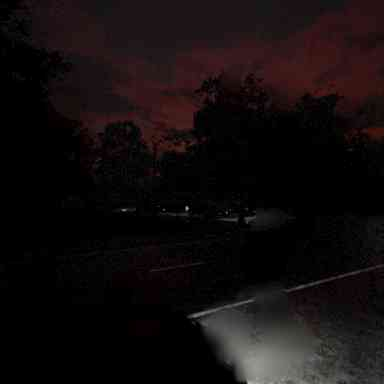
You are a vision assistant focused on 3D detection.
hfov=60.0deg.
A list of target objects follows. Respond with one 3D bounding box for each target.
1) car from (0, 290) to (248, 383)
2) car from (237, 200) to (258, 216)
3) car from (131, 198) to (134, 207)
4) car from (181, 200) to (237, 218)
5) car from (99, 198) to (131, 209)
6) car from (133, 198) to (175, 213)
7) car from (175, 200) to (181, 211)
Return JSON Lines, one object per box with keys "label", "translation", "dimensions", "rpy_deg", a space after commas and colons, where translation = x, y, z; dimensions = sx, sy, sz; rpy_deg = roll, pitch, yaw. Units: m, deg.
{"label": "car", "translation": [-1.523, 1.565, 2.640], "dimensions": [4.181, 1.385, 1.994], "rpy_deg": [0, 0, -36]}
{"label": "car", "translation": [4.233, 1.503, 32.072], "dimensions": [1.812, 1.442, 4.674], "rpy_deg": [0, 0, -39]}
{"label": "car", "translation": [-8.043, 1.549, 47.454], "dimensions": [1.994, 1.385, 4.181], "rpy_deg": [0, 0, -39]}
{"label": "car", "translation": [1.433, 1.488, 29.968], "dimensions": [1.837, 1.490, 4.892], "rpy_deg": [0, 0, -39]}
{"label": "car", "translation": [-10.795, 1.538, 45.285], "dimensions": [2.033, 1.411, 5.357], "rpy_deg": [0, 0, -39]}
{"label": "car", "translation": [-4.307, 1.587, 37.155], "dimensions": [1.895, 1.301, 4.718], "rpy_deg": [0, 0, -39]}
{"label": "car", "translation": [-1.450, 1.582, 39.187], "dimensions": [1.895, 1.301, 4.718], "rpy_deg": [0, 0, -39]}
